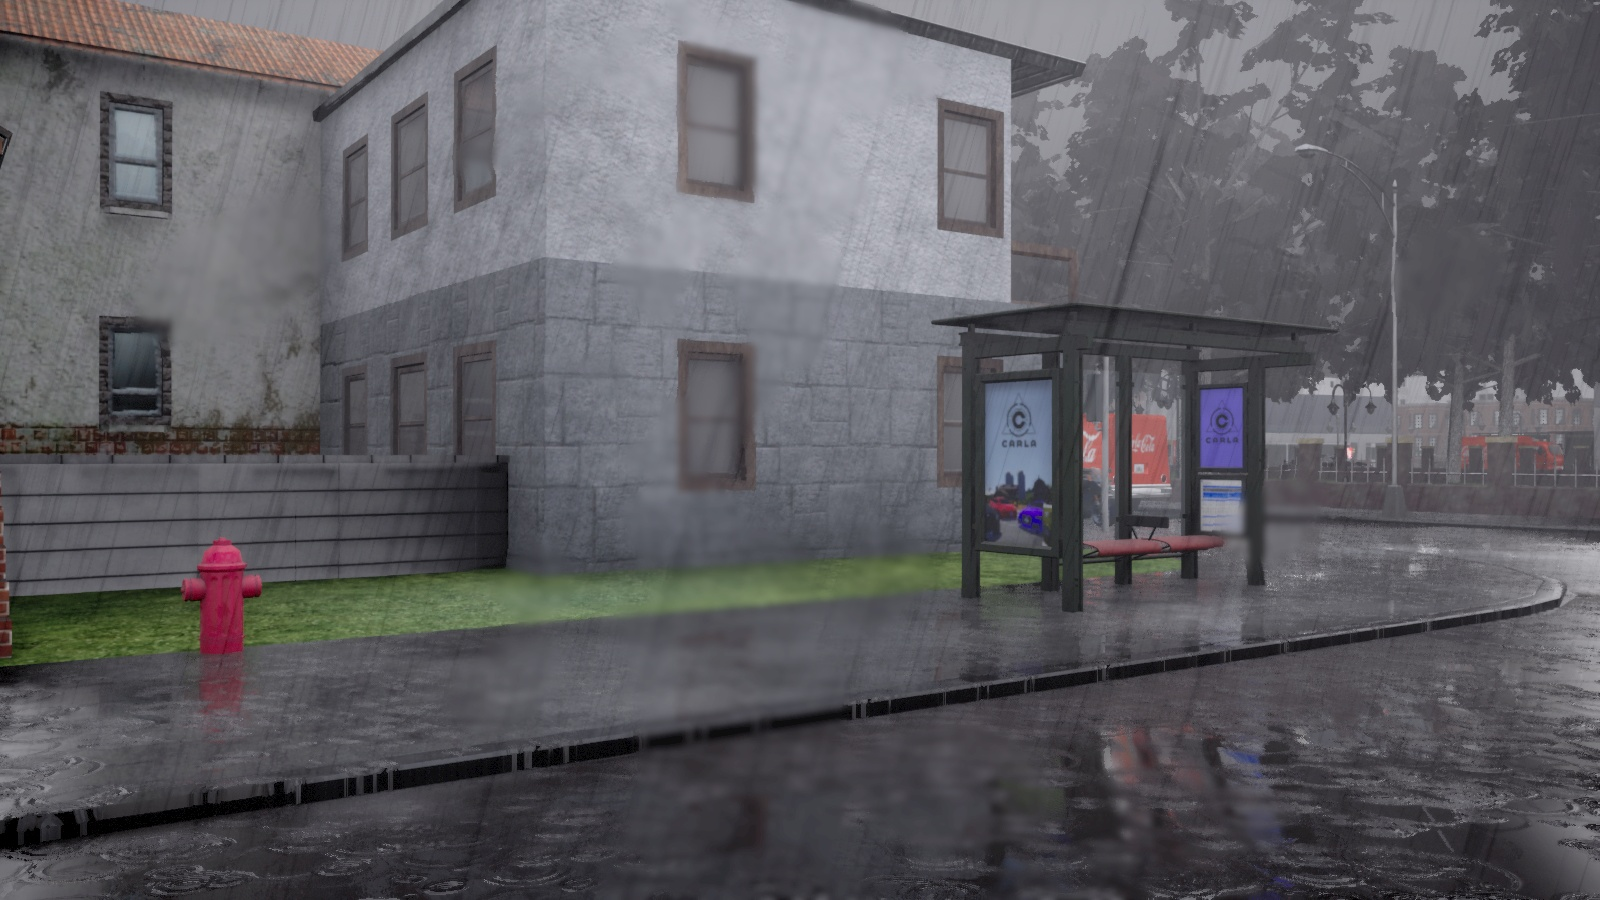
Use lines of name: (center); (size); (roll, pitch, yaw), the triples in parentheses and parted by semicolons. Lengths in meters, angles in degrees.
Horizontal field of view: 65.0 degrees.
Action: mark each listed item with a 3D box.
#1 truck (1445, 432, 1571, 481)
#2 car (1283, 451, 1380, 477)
truck: (37.575, 0.342, 66.726); (2.627, 2.467, 5.204); (0, 0, -35)
car: (31.698, 0.817, 75.014); (2.128, 1.511, 4.902); (0, 0, -35)
